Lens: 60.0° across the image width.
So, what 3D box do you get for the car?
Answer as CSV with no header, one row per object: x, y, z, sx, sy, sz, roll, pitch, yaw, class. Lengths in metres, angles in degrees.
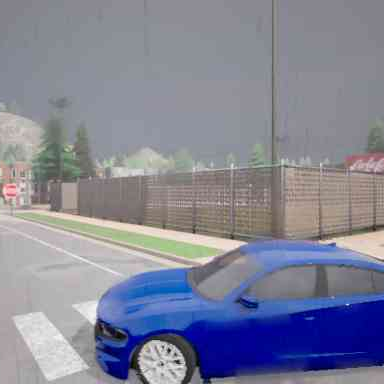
1.207,1.497,4.740,5.008,1.535,1.882,0,3,-6,car
